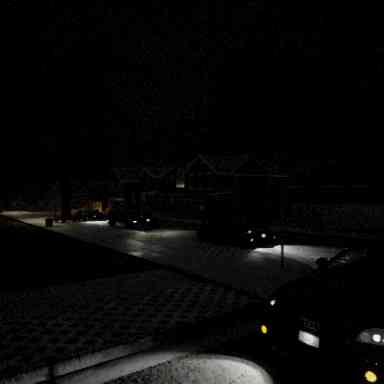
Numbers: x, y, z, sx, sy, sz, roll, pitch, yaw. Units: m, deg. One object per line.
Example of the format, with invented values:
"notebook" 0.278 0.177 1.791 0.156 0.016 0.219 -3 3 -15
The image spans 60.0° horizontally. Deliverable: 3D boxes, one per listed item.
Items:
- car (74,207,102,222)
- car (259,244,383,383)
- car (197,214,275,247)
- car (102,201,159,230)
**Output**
"car" -10.697 2.252 34.333 1.994 1.385 4.181 0 -1 -35
"car" 3.002 1.559 5.114 4.181 1.385 1.994 0 0 -36
"car" 2.051 1.819 16.498 1.994 1.385 4.181 0 -1 -35
"car" -4.742 1.714 25.983 2.150 2.045 5.566 0 -1 -36
